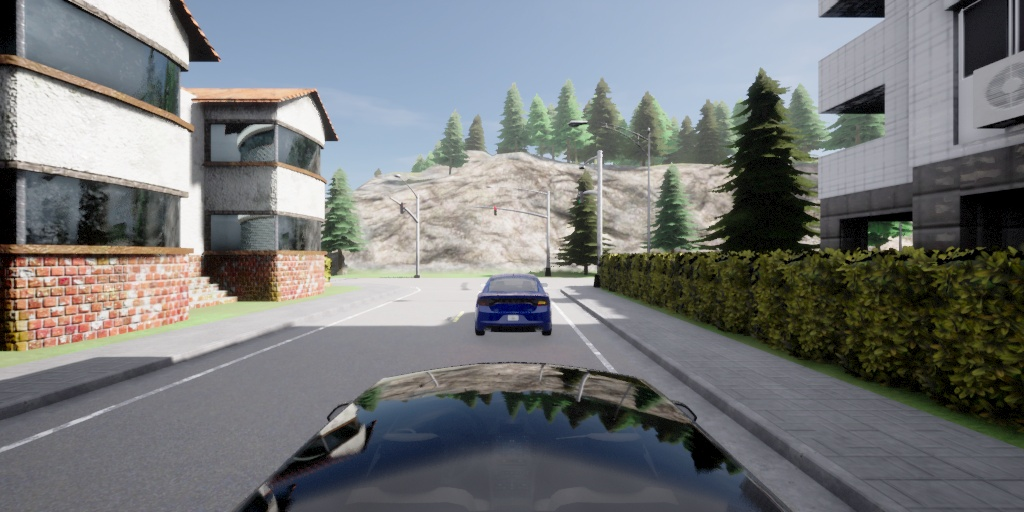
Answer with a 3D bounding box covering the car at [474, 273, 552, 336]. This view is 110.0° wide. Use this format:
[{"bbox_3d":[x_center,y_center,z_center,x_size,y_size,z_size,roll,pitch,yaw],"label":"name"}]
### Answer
[{"bbox_3d":[0.047,1.228,10.459,1.882,1.535,5.008,0,0,0],"label":"car"}]
